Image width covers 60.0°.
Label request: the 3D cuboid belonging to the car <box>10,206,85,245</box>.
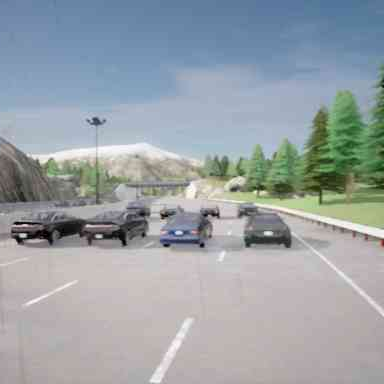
[{"bbox_3d":[-7.010,1.710,16.949,2.128,1.511,4.902,-1,0,9],"label":"car"}]

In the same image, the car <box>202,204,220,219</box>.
[{"bbox_3d":[1.697,1.822,31.512,1.895,1.301,4.718,-1,0,4],"label":"car"}]

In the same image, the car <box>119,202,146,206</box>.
[{"bbox_3d":[-5.270,1.805,32.250,2.128,1.511,4.902,-1,0,4],"label":"car"}]

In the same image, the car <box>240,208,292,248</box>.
[{"bbox_3d":[3.368,1.641,15.354,1.994,1.385,4.181,-1,0,9],"label":"car"}]

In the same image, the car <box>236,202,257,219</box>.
[{"bbox_3d":[5.203,1.704,31.519,1.812,1.442,4.674,-1,0,4],"label":"car"}]

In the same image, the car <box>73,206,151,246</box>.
[{"bbox_3d":[-3.551,1.663,16.418,2.128,1.511,4.902,-1,0,9],"label":"car"}]

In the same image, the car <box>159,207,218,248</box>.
[{"bbox_3d":[-0.135,1.669,15.579,2.033,1.411,5.357,-1,0,9],"label":"car"}]

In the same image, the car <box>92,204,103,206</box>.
[{"bbox_3d":[-19.720,2.291,68.738,2.128,1.511,4.902,-1,0,-4],"label":"car"}]

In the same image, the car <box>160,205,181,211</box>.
[{"bbox_3d":[-1.792,1.867,31.783,1.895,1.301,4.718,-1,0,4],"label":"car"}]

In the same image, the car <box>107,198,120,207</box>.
[{"bbox_3d":[-16.234,2.080,69.026,2.097,1.767,4.553,-1,0,-4],"label":"car"}]
